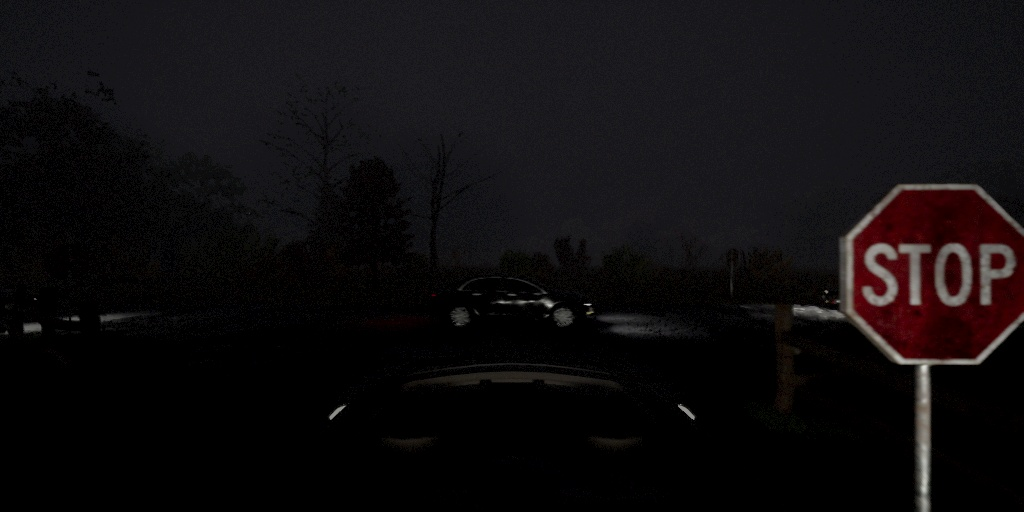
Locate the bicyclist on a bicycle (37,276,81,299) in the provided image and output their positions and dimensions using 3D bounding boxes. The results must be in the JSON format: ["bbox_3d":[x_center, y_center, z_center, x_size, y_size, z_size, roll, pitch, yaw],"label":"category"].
[{"bbox_3d":[-22.086,1.340,17.514,0.582,1.620,1.656,0,0,2],"label":"bicyclist on a bicycle"}]

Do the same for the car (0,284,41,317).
[{"bbox_3d":[-18.055,1.351,11.408,4.892,1.490,1.837,0,0,2],"label":"car"}]

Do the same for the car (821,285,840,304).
[{"bbox_3d":[14.832,1.290,13.277,5.357,1.411,2.033,0,0,2],"label":"car"}]

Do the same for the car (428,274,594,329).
[{"bbox_3d":[-0.025,1.288,10.812,4.892,1.490,1.837,0,0,2],"label":"car"}]
